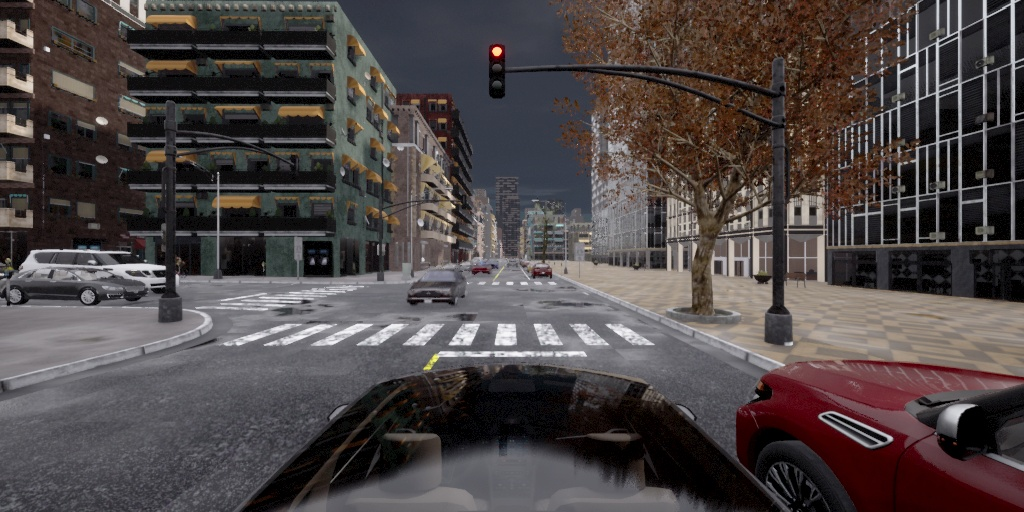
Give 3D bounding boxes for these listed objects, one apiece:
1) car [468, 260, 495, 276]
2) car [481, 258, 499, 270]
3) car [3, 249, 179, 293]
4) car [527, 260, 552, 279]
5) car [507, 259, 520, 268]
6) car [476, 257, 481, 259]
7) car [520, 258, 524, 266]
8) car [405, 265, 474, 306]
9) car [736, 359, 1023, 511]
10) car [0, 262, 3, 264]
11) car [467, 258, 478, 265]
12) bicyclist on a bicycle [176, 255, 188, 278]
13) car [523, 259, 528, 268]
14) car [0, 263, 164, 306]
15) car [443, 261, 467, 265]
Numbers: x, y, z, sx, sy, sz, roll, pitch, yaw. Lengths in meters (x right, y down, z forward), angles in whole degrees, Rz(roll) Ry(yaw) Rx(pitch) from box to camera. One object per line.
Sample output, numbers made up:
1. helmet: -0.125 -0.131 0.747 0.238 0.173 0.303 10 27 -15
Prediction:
1. car: -3.108 1.367 37.799 1.895 1.301 4.718 0 0 0
2. car: -3.116 1.138 54.838 2.097 1.767 4.553 0 0 -1
3. car: -18.430 0.738 16.126 5.566 2.045 2.150 1 0 -1
4. car: 2.685 1.307 32.977 1.888 1.381 4.507 0 0 0
5. car: 0.087 1.289 64.453 2.128 1.511 4.902 0 0 0
6. car: -5.700 1.226 55.106 1.967 1.591 4.097 0 0 0
7. car: 2.679 1.375 60.640 1.802 1.307 4.207 0 0 0
8. car: -3.105 1.299 15.932 2.033 1.411 5.357 0 0 0
9. car: 2.692 1.065 0.590 2.192 1.841 5.009 0 0 0
10. car: -33.192 0.869 21.766 4.403 1.370 2.007 0 0 -1
11. car: -5.698 1.323 44.041 2.007 1.370 4.403 0 0 0
12. bicyclist on a bicycle: -23.173 0.761 24.817 0.582 1.620 1.656 1 0 -1
13. car: 2.682 1.298 44.213 1.751 1.417 4.829 0 0 0
14. car: -16.437 1.092 13.558 4.403 1.370 2.007 0 0 -1
15. car: -5.696 1.312 32.976 2.007 1.370 4.403 0 0 0
